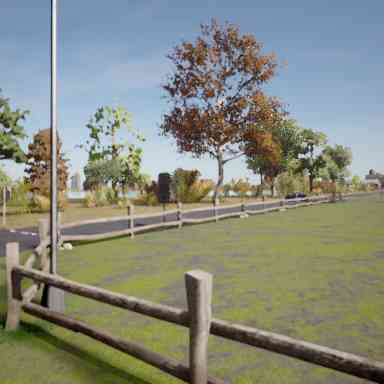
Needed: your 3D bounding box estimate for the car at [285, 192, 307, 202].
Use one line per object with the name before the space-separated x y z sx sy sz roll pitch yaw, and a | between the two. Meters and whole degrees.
car | 15.354 0.712 49.097 1.895 1.301 4.718 0 1 37
